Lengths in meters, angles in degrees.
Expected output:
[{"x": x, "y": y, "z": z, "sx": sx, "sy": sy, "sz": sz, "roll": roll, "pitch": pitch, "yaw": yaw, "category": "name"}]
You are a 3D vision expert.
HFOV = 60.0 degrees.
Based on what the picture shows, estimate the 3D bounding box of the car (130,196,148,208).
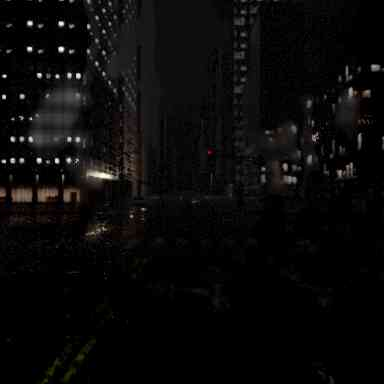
[{"x": -7.068, "y": 1.332, "z": 44.502, "sx": 1.812, "sy": 1.442, "sz": 4.674, "roll": 0, "pitch": 0, "yaw": -1, "category": "car"}]
